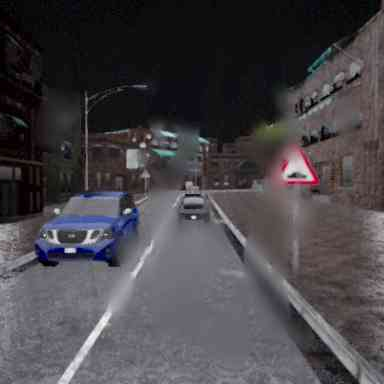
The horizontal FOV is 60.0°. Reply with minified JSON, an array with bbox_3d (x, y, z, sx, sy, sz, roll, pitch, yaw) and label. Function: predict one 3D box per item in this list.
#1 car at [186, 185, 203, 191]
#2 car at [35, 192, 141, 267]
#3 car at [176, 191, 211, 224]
[{"bbox_3d":[0.228,-0.067,38.769,2.033,1.411,5.357,0,3,3],"label":"car"},{"bbox_3d":[-3.093,1.048,11.148,2.150,2.045,5.566,0,2,0],"label":"car"},{"bbox_3d":[0.095,0.968,20.075,1.837,1.490,4.892,0,3,0],"label":"car"}]
